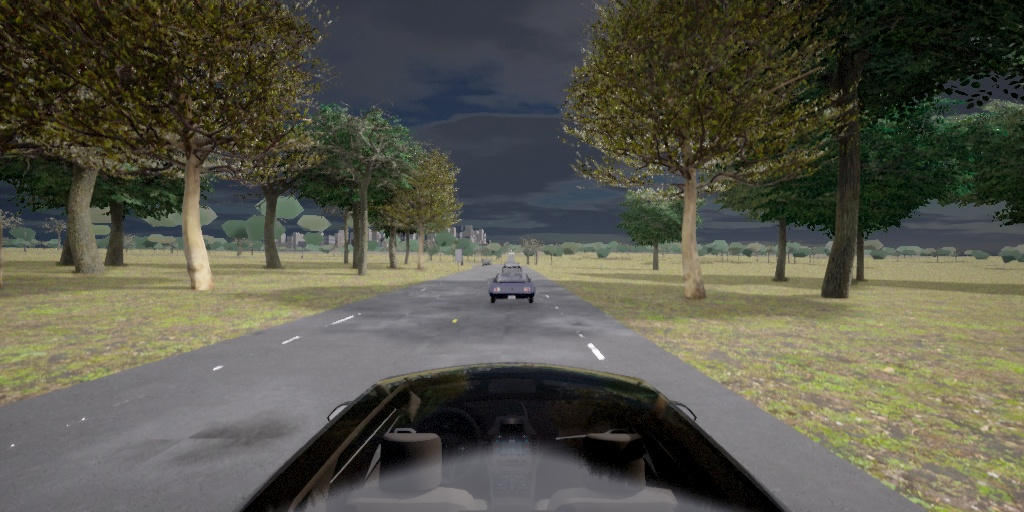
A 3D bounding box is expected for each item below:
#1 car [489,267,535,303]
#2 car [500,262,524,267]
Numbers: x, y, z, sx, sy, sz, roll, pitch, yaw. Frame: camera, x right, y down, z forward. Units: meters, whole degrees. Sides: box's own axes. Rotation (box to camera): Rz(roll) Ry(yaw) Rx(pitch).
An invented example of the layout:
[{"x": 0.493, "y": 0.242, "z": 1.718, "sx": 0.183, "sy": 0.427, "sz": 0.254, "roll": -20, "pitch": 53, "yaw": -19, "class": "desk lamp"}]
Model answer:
[{"x": 0.000, "y": 1.367, "z": 16.531, "sx": 1.895, "sy": 1.301, "sz": 4.718, "roll": 0, "pitch": 0, "yaw": 0, "class": "car"}, {"x": 0.000, "y": 1.277, "z": 31.503, "sx": 2.128, "sy": 1.511, "sz": 4.902, "roll": 0, "pitch": 0, "yaw": 0, "class": "car"}]
